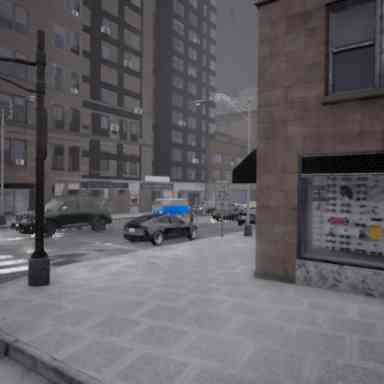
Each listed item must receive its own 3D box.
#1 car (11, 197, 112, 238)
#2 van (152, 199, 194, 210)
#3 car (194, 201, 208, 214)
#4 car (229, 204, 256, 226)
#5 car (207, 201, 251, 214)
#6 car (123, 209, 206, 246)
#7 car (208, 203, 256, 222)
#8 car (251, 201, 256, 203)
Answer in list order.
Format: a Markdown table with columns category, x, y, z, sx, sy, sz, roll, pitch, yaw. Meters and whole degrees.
| category | x | y | z | sx | sy | sz | roll | pitch | yaw |
| --- | --- | --- | --- | --- | --- | --- | --- | --- | --- |
| car | -7.129 | 1.321 | 18.864 | 2.150 | 2.045 | 5.566 | 1 | 0 | 36 |
| van | -1.948 | 1.501 | 30.446 | 1.690 | 1.788 | 3.998 | 0 | 0 | 36 |
| car | 1.267 | 1.645 | 34.904 | 1.967 | 1.590 | 4.097 | 0 | 0 | 36 |
| car | 4.962 | 1.850 | 25.457 | 1.947 | 1.339 | 4.313 | 0 | 0 | 36 |
| car | 3.879 | 1.775 | 34.117 | 1.812 | 1.442 | 4.674 | 1 | 0 | 36 |
| car | -1.470 | 1.764 | 16.542 | 1.947 | 1.339 | 4.313 | 0 | 0 | 36 |
| car | 3.691 | 1.858 | 28.425 | 1.895 | 1.301 | 4.718 | 1 | 0 | 36 |
| car | 7.598 | 1.822 | 43.680 | 1.752 | 1.417 | 4.829 | 0 | 0 | 36 |
